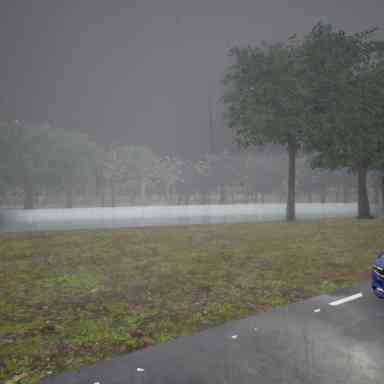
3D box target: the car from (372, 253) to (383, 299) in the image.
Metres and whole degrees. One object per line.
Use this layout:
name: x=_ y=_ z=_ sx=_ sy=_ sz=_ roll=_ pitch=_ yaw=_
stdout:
car: x=5.863 y=1.482 z=7.274 sx=5.008 sy=1.535 sz=1.882 roll=0 pitch=0 yaw=-36
